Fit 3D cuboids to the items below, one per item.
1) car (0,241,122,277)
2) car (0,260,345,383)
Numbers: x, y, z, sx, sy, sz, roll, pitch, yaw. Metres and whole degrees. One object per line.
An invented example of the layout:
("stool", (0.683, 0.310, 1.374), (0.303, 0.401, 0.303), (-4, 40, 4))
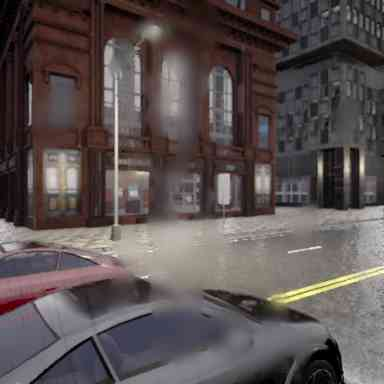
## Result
("car", (-3.029, 1.561, 5.514), (4.181, 1.385, 1.994), (0, 0, -35))
("car", (-0.441, 1.557, 3.127), (4.181, 1.385, 1.994), (0, 0, -35))
